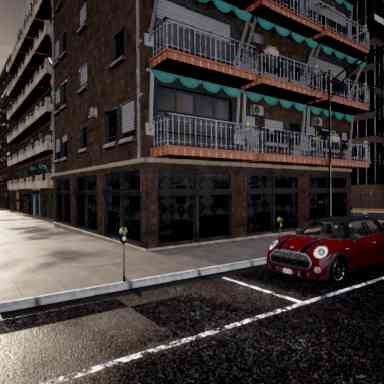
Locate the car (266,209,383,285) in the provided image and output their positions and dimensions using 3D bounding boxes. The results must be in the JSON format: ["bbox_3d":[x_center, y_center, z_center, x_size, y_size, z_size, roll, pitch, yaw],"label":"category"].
[{"bbox_3d":[3.987,1.438,9.431,4.097,1.590,1.967,0,-1,-36],"label":"car"}]
